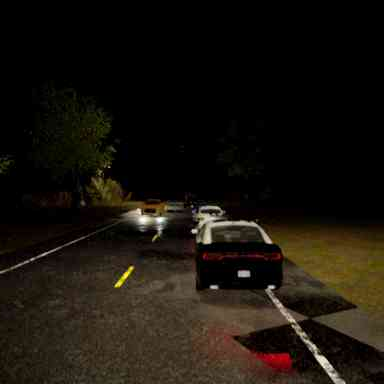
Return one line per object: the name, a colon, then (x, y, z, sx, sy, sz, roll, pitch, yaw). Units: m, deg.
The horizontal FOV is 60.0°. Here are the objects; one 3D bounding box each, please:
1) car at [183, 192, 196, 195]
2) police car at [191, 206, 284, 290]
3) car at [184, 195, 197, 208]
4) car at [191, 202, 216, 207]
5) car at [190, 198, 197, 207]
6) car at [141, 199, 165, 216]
car: (-0.223, 1.117, 63.466, 2.150, 2.045, 5.566, 0, 0, 0)
police car: (1.020, 1.419, 9.174, 1.930, 1.638, 5.238, 0, 0, 0)
car: (-0.139, 1.484, 46.014, 2.033, 1.411, 5.357, 0, 0, 0)
car: (0.983, 1.510, 19.065, 1.812, 1.442, 4.674, 0, 0, 0)
car: (0.960, 1.454, 25.064, 1.882, 1.535, 5.008, 0, 0, 0)
car: (-3.716, 1.442, 31.932, 1.882, 1.535, 5.008, 0, 0, 0)
